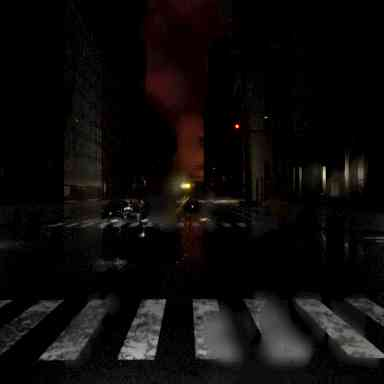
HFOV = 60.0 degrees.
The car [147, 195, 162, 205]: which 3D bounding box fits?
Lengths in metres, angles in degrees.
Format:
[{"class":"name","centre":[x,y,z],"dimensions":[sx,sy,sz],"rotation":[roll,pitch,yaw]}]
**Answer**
[{"class":"car","centre":[-6.622,1.359,59.036],"dimensions":[2.097,1.767,4.553],"rotation":[0,0,-1]}]

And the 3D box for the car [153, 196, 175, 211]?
[{"class":"car","centre":[-3.397,1.529,40.171],"dimensions":[1.812,1.442,4.674],"rotation":[0,0,0]}]

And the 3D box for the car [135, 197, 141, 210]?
[{"class":"car","centre":[-6.641,1.604,38.863],"dimensions":[1.895,1.301,4.718],"rotation":[0,0,0]}]

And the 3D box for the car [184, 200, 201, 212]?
[{"class":"car","centre":[0.049,1.568,38.385],"dimensions":[1.994,1.385,4.181],"rotation":[0,0,0]}]

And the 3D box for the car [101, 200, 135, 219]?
[{"class":"car","centre":[-6.646,1.507,29.600],"dimensions":[1.837,1.490,4.892],"rotation":[0,0,1]}]

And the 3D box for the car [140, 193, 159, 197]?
[{"class":"car","centre":[-6.645,1.226,48.774],"dimensions":[2.150,2.045,5.566],"rotation":[0,0,0]}]

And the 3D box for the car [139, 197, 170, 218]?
[{"class":"car","centre":[-3.380,1.480,30.891],"dimensions":[1.882,1.535,5.008],"rotation":[0,0,0]}]

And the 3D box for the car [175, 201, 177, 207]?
[{"class":"car","centre":[-3.391,1.569,50.183],"dimensions":[1.994,1.385,4.181],"rotation":[0,0,1]}]
